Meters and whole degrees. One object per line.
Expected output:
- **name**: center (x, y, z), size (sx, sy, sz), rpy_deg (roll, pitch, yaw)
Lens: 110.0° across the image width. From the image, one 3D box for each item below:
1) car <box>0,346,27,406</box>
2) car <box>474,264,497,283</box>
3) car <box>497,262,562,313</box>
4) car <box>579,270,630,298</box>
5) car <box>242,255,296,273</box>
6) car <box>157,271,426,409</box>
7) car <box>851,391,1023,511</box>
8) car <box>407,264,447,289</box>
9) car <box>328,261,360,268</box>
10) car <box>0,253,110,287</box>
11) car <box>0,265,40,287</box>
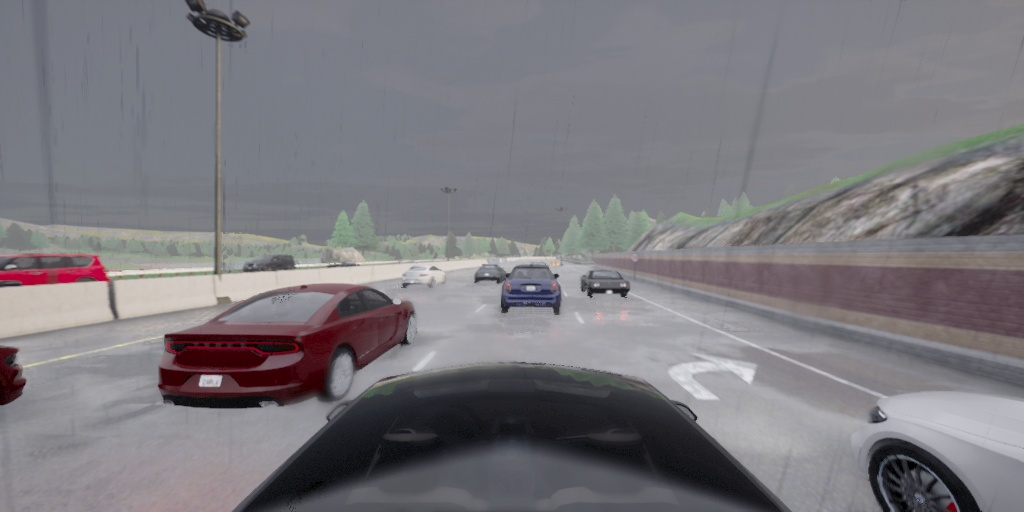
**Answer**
- **car**: center (-6.809, 1.207, 2.182), size (1.882, 1.535, 5.008), rpy_deg (0, 0, 0)
- **car**: center (-1.626, 1.292, 27.626), size (1.994, 1.385, 4.181), rpy_deg (0, 0, 5)
- **car**: center (0.779, 1.096, 14.083), size (2.097, 1.767, 4.553), rpy_deg (0, 0, 4)
- **car**: center (4.629, 1.354, 18.567), size (1.895, 1.301, 4.718), rpy_deg (0, 0, 5)
- **car**: center (-25.507, 0.873, 37.958), size (2.150, 2.045, 5.566), rpy_deg (0, 0, 5)
- **car**: center (-3.211, 1.215, 6.403), size (1.882, 1.535, 5.008), rpy_deg (0, 0, 2)
- **car**: center (3.666, 1.287, 0.910), size (1.812, 1.442, 4.674), rpy_deg (0, 0, 0)
- **car**: center (-5.538, 1.245, 22.892), size (1.812, 1.442, 4.674), rpy_deg (0, 0, 5)
- **car**: center (-21.277, 1.266, 45.545), size (1.895, 1.301, 4.718), rpy_deg (0, 0, 5)
- **car**: center (-20.466, 0.902, 14.799), size (2.150, 2.045, 5.566), rpy_deg (0, 0, 4)
- **car**: center (-17.275, 1.171, 9.779), size (1.882, 1.535, 5.008), rpy_deg (0, 0, 3)
